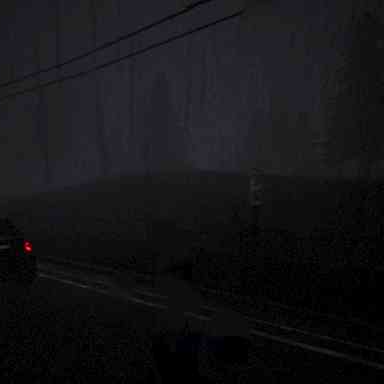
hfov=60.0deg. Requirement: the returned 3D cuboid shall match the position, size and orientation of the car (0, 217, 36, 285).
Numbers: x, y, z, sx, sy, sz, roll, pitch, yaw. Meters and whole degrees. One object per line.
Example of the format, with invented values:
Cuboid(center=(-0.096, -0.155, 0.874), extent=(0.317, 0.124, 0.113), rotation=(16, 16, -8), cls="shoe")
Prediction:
Cuboid(center=(-5.925, 1.339, 8.287), extent=(4.553, 1.767, 2.097), rotation=(0, 0, 36), cls="car")
